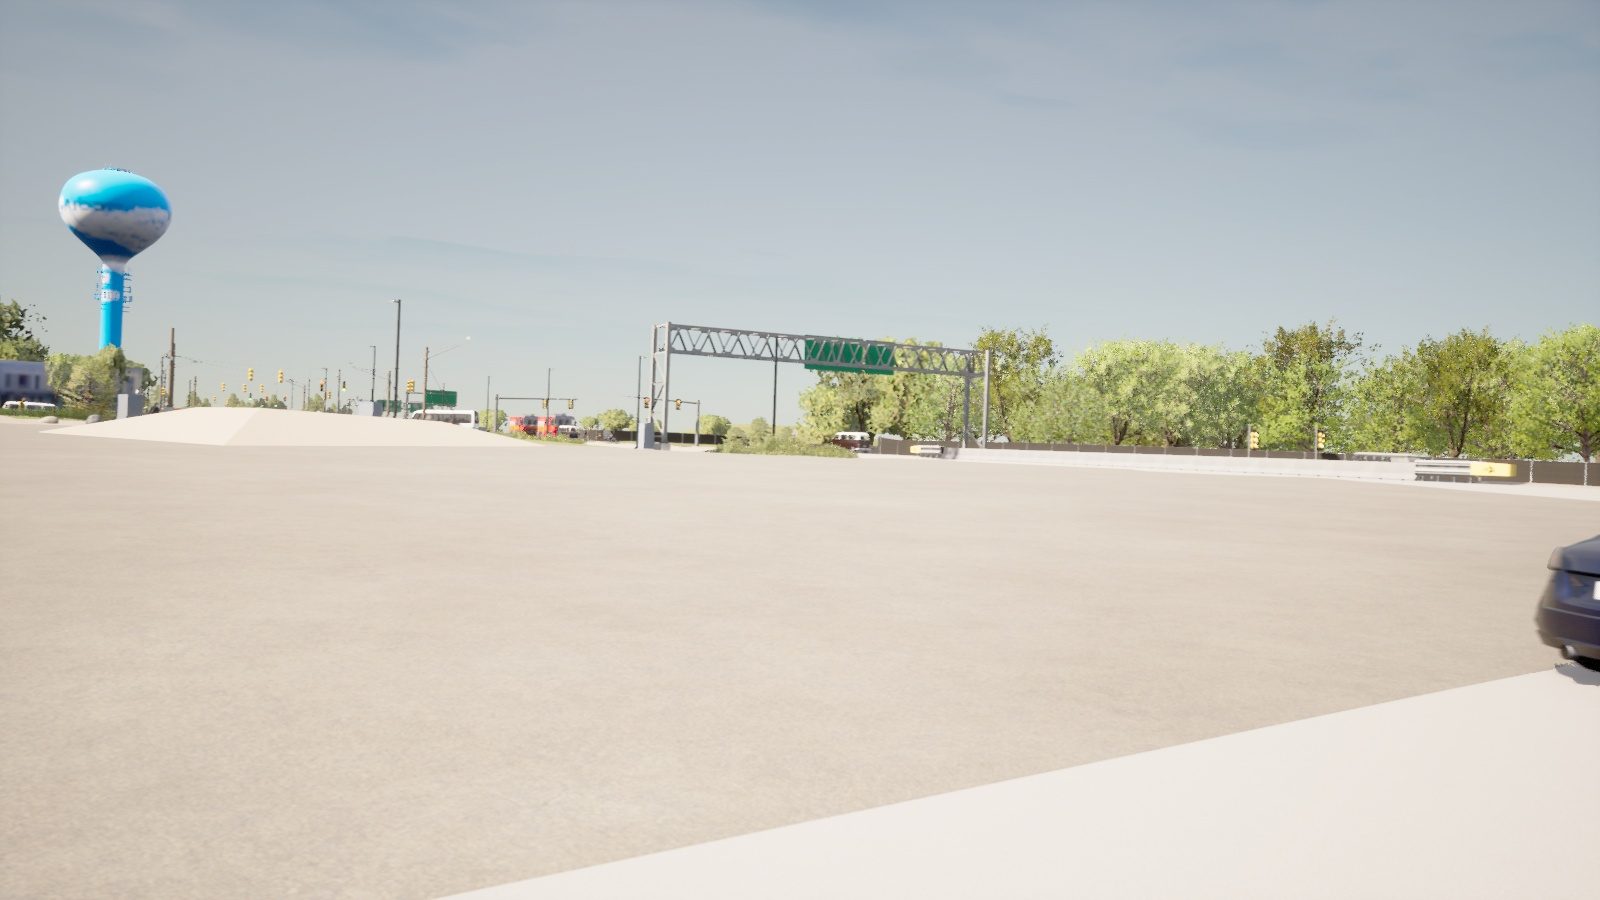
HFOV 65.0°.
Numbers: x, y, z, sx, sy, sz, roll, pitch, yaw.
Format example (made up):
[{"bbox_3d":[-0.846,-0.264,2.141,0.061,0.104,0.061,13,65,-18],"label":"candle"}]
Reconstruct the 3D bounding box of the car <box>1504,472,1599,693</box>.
[{"bbox_3d":[7.152,0.844,8.082,4.181,1.385,1.994,0,0,-6],"label":"car"}]

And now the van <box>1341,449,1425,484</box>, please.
[{"bbox_3d":[36.532,1.011,78.771,1.775,1.987,4.442,2,0,-34],"label":"van"}]
